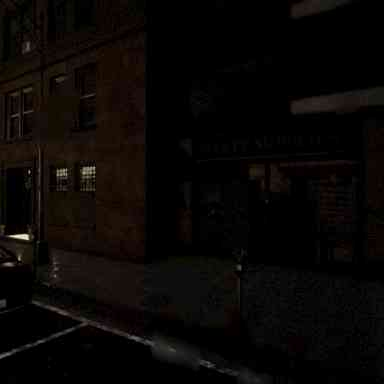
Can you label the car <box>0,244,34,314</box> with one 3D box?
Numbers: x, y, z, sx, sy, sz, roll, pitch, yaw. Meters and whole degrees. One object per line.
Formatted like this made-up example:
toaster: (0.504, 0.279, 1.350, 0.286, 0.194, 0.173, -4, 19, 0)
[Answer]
car: (-4.837, 1.551, 6.518, 4.403, 1.369, 2.008, 0, 0, 35)
